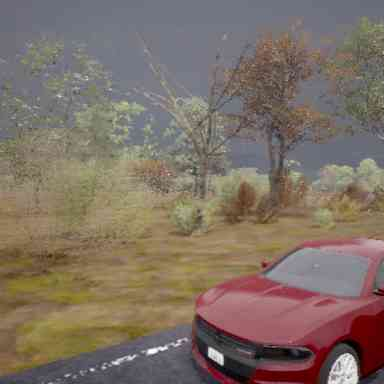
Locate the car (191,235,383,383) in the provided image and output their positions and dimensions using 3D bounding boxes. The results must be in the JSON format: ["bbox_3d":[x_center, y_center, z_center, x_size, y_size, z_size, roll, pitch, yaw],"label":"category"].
[{"bbox_3d":[2.286,1.480,5.007,5.008,1.535,1.882,0,0,-35],"label":"car"}]
